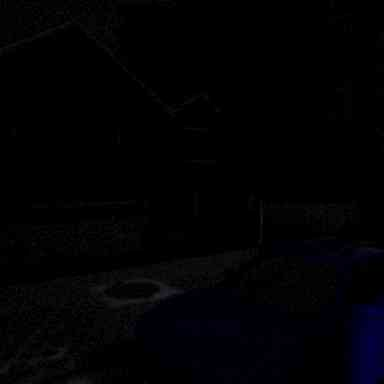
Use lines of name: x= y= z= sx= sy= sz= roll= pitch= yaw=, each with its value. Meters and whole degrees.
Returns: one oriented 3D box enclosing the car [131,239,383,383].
car: x=1.630 y=1.462 z=4.393 sx=5.008 sy=1.535 sz=1.882 roll=0 pitch=0 yaw=-37
